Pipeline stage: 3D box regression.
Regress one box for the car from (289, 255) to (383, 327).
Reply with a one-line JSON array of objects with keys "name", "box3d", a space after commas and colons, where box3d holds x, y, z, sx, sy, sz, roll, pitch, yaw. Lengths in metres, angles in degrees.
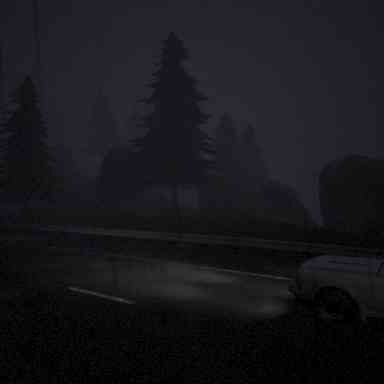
[{"name": "car", "box3d": [4.099, 1.574, 5.370, 4.718, 1.301, 1.895, 0, 0, 35]}]
